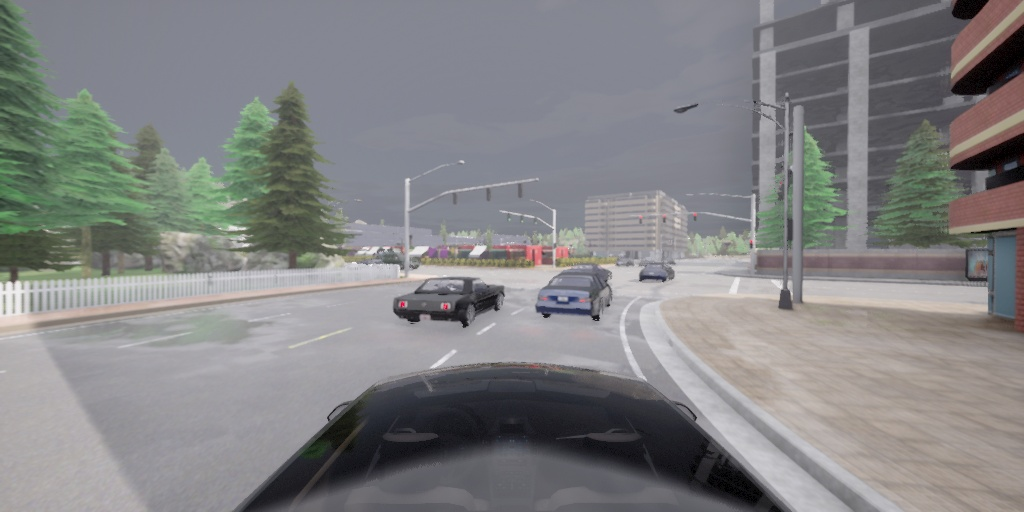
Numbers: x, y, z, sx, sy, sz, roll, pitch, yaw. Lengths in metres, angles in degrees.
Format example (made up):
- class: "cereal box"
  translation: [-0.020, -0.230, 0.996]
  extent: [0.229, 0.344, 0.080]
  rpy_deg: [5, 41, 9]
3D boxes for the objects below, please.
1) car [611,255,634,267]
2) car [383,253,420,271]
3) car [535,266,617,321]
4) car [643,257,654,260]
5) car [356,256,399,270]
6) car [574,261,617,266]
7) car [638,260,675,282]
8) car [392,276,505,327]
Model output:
- class: "car"
  translation: [17.860, 0.994, 56.669]
  extent: [2.128, 1.511, 4.902]
  rpy_deg: [1, 0, 34]
- class: "car"
  translation: [-13.705, 0.706, 43.664]
  extent: [5.566, 2.045, 2.150]
  rpy_deg: [1, 0, 34]
- class: "car"
  translation: [2.331, 1.243, 12.419]
  extent: [2.033, 1.411, 5.357]
  rpy_deg: [0, 0, 21]
- class: "car"
  translation: [20.720, 1.093, 54.659]
  extent: [1.994, 1.385, 4.181]
  rpy_deg: [1, 0, 34]
- class: "car"
  translation: [-15.752, 1.040, 40.823]
  extent: [5.357, 1.411, 2.033]
  rpy_deg: [1, 0, 34]
- class: "car"
  translation: [5.402, 1.207, 25.279]
  extent: [2.033, 1.411, 5.357]
  rpy_deg: [0, 0, 33]
- class: "car"
  translation: [11.303, 1.244, 27.832]
  extent: [1.994, 1.385, 4.181]
  rpy_deg: [0, 0, 34]
- class: "car"
  translation: [-1.660, 1.284, 11.350]
  extent: [1.895, 1.301, 4.718]
  rpy_deg: [0, 0, 15]
